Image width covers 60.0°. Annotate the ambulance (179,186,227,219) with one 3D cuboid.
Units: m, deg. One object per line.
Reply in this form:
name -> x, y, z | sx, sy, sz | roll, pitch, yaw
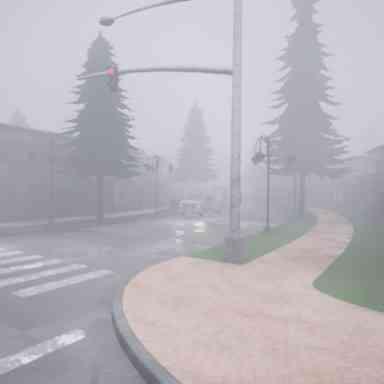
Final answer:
ambulance -> 0.993, 0.756, 27.568 | 2.351, 2.431, 6.366 | 1, 1, 22
